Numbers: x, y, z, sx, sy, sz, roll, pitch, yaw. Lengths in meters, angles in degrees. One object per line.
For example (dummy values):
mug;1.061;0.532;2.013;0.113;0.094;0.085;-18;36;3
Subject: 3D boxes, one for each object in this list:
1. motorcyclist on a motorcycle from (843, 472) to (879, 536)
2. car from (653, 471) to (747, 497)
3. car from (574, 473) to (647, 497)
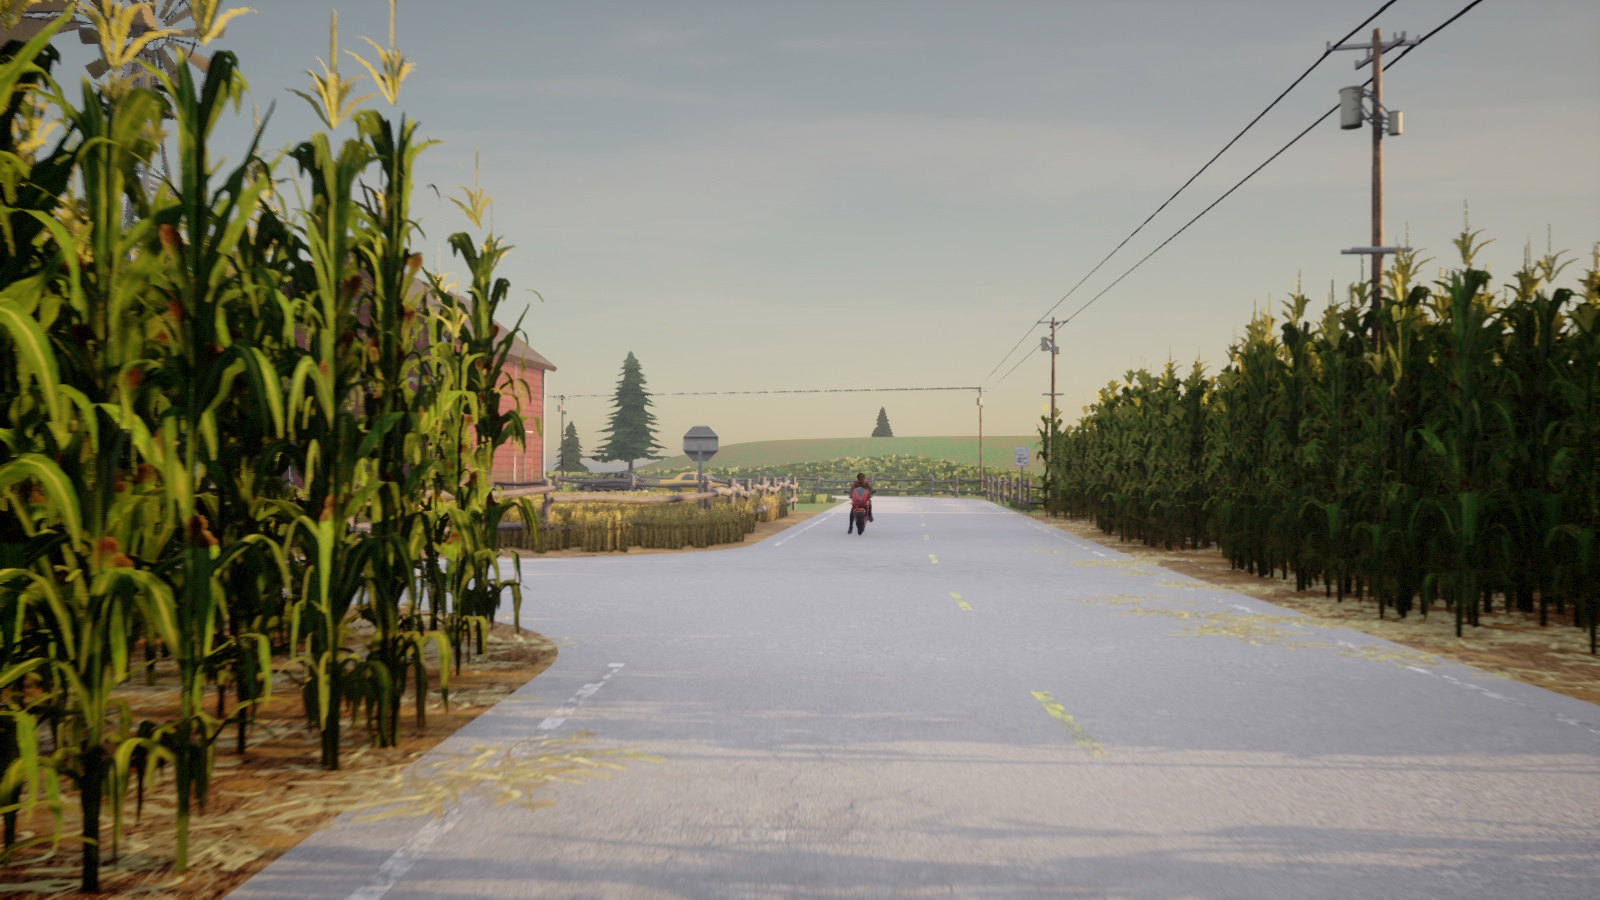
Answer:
motorcyclist on a motorcycle;1.525;1.313;31.169;0.797;1.523;2.044;0;-1;5
car;-5.985;2.039;75.379;5.366;1.575;1.801;0;-1;11
car;-12.037;2.211;79.764;4.193;1.474;1.816;0;-1;11
